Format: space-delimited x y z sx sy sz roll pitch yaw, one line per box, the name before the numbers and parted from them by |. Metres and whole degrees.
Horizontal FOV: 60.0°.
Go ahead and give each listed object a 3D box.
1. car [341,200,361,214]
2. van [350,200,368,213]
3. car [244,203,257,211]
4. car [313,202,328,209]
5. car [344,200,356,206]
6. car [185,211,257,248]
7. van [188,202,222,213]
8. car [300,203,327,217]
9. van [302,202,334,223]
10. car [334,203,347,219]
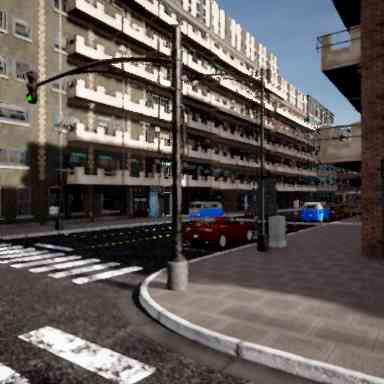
car | 21.401 2.212 44.488 1.752 1.417 4.829 -1 -1 36
van | 24.609 2.091 48.976 1.690 1.788 3.998 -1 -1 36
car | 7.863 2.034 39.991 1.967 1.590 4.097 -1 -1 36
car | 24.414 2.501 63.095 1.802 1.307 4.206 -1 -1 36
car | 40.956 2.816 86.209 2.008 1.369 4.403 -1 -1 36
car | 1.458 1.857 16.609 1.887 1.381 4.507 -1 -1 36
van | 1.271 1.811 30.729 1.690 1.788 3.998 -1 -1 36
car | 14.478 2.133 39.421 1.812 1.442 4.674 0 -1 36
van | 11.377 1.836 30.484 1.690 1.788 3.998 -1 -1 36
car | 14.685 2.139 35.103 1.802 1.307 4.206 -1 -1 36
